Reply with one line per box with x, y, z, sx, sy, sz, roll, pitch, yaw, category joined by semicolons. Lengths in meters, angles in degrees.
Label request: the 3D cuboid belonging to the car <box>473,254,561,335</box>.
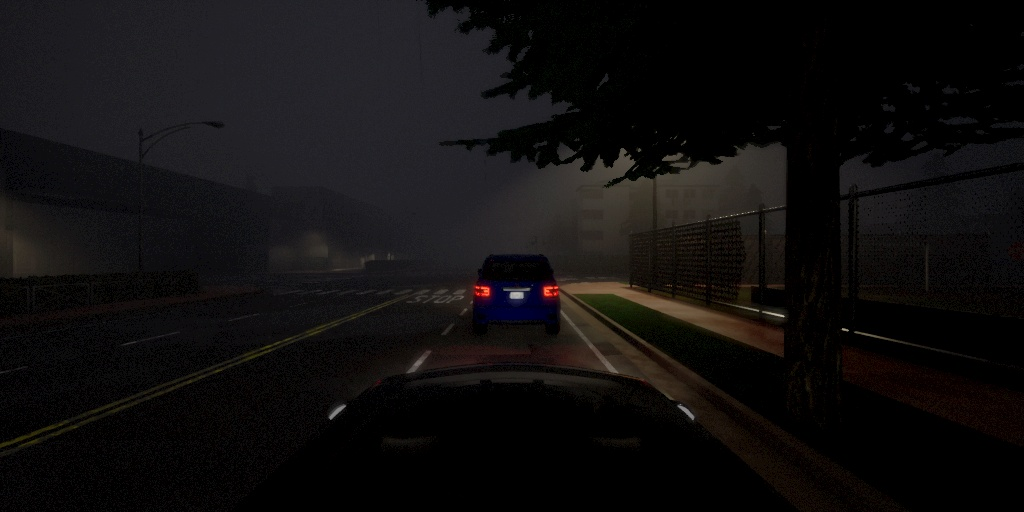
0.116;0.972;10.689;2.150;2.045;5.566;0;0;0;car

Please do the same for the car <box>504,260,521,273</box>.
0.029;1.242;45.564;2.128;1.511;4.902;0;0;0;car
